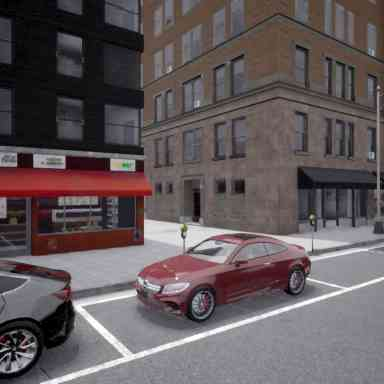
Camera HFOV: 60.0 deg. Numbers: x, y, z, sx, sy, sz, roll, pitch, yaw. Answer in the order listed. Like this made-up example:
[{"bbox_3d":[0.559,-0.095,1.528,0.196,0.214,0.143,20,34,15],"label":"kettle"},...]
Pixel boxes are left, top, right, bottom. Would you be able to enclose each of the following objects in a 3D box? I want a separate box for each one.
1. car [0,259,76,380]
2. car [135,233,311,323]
[{"bbox_3d":[-3.630,1.566,3.945,4.313,1.339,1.947,0,0,-35],"label":"car"},{"bbox_3d":[0.851,1.582,7.137,4.206,1.307,1.802,0,0,-35],"label":"car"}]
